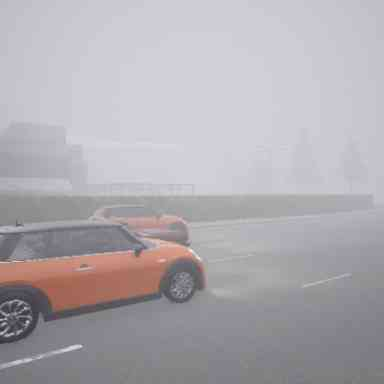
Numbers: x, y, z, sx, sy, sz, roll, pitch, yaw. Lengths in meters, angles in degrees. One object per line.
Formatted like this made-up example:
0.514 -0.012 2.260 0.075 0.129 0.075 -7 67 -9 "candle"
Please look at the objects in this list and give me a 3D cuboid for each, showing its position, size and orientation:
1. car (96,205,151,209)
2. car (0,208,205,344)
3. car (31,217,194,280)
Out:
-2.404 1.352 14.927 4.553 1.767 2.097 0 0 -35 "car"
-1.928 1.352 6.670 4.553 1.767 2.097 0 0 -35 "car"
-2.396 1.601 10.634 4.718 1.301 1.895 0 0 -35 "car"
